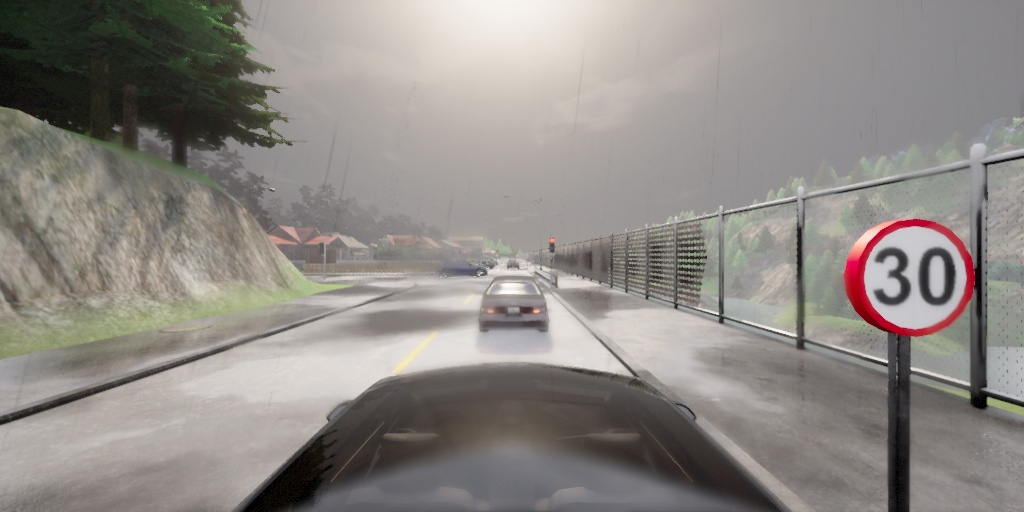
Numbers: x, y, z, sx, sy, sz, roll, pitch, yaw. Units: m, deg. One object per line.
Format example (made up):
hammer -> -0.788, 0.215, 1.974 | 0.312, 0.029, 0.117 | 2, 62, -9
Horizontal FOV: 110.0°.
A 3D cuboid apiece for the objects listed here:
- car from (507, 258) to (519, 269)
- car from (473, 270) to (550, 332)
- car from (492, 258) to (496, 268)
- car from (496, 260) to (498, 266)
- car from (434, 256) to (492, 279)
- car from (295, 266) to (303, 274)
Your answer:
car -> 0.172, 1.328, 56.882 | 1.895, 1.301, 4.718 | 0, 0, 0
car -> 0.058, 1.294, 10.757 | 2.033, 1.411, 5.357 | 0, 0, 0
car -> -4.035, 0.949, 54.655 | 2.150, 2.045, 5.566 | 0, 0, 0
car -> -3.986, 1.271, 64.898 | 2.033, 1.411, 5.357 | 0, 0, 0
car -> -4.557, 1.089, 32.263 | 4.553, 1.767, 2.097 | 0, 0, -27
car -> -20.293, 1.090, 30.296 | 4.553, 1.767, 2.097 | 0, 0, 0
